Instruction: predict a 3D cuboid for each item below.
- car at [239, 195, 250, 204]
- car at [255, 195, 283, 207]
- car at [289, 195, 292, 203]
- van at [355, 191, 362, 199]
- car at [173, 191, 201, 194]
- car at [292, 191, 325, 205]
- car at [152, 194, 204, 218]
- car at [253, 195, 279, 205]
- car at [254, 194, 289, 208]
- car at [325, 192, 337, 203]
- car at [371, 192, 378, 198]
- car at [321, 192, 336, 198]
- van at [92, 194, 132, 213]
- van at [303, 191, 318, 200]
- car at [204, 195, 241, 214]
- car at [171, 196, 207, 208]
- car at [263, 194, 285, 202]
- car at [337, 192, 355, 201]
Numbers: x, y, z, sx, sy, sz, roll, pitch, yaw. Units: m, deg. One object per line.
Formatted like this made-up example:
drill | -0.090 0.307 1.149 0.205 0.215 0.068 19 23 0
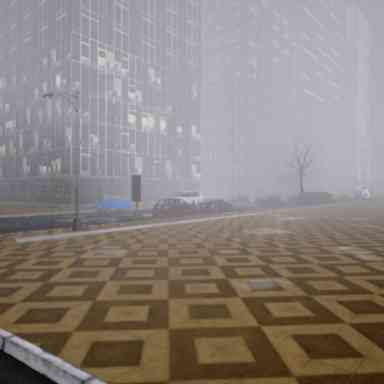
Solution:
car | 7.088 1.134 50.077 1.947 1.339 4.313 1 1 41
car | 10.559 1.169 45.318 1.994 1.385 4.181 0 1 41
car | 16.948 1.031 52.839 1.837 1.490 4.892 0 1 41
van | 35.664 0.674 70.507 1.690 1.788 3.998 1 1 41
car | -1.013 0.925 36.660 2.150 2.045 5.566 0 1 41
car | 17.142 0.876 48.919 2.192 1.841 5.009 1 1 41
car | -1.287 1.231 27.256 1.967 1.590 4.097 1 1 41
car | 11.396 1.208 50.976 1.895 1.301 4.718 0 1 41
car | 9.732 1.234 40.288 1.802 1.307 4.206 1 1 41
car | 20.846 0.830 53.236 2.192 1.841 5.009 1 1 41
car | 43.099 0.696 79.709 1.801 1.575 5.366 0 1 41
car | 33.019 0.816 80.300 1.947 1.339 4.313 1 1 41
van | -7.818 1.092 32.884 1.690 1.788 3.998 1 1 41
van | 25.612 0.681 71.661 1.690 1.788 3.998 1 1 41
car | 2.374 1.310 31.611 1.947 1.339 4.313 1 1 41
car | -0.326 1.204 41.449 1.887 1.381 4.507 1 1 41
car | 14.497 1.043 58.712 1.947 1.339 4.313 1 1 41
car | 28.364 0.948 62.003 1.752 1.417 4.829 1 1 41
